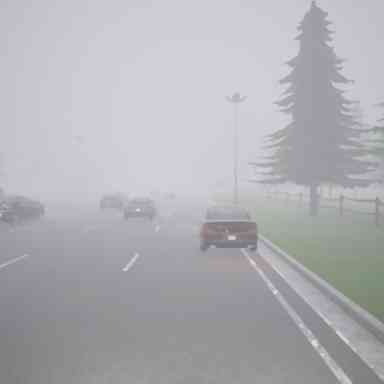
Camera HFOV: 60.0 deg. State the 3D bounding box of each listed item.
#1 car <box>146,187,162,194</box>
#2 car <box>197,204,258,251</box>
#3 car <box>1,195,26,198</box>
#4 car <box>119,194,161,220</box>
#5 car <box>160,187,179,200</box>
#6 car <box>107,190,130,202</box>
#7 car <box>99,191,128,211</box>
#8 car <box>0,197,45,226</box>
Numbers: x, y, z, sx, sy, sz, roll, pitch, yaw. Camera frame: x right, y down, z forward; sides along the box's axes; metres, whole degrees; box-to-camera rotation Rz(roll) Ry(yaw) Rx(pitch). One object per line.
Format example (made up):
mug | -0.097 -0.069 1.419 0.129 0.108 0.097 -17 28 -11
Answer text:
car | -6.898 0.119 63.106 2.128 1.511 4.902 0 1 0
car | 1.225 1.200 12.668 1.882 1.535 5.008 0 1 0
car | -13.900 0.975 26.196 2.033 1.411 5.357 0 1 0
car | -3.400 1.063 22.945 1.994 1.385 4.181 0 1 0
car | -3.407 0.422 50.691 1.812 1.442 4.674 0 1 0
car | -10.397 0.517 47.345 2.033 1.411 5.357 0 1 0
car | -6.898 0.839 29.907 2.128 1.511 4.902 0 1 0
car | -10.399 1.177 19.351 1.895 1.301 4.718 0 1 0
